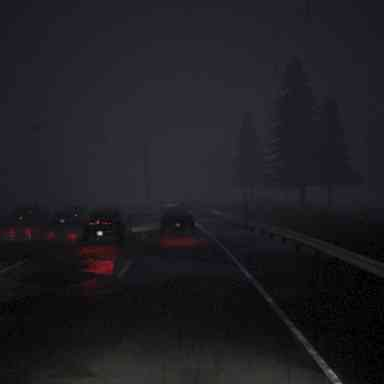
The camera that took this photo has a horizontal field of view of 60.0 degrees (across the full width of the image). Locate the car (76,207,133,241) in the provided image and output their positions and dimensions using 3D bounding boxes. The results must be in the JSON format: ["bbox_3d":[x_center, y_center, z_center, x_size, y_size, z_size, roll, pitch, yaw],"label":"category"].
[{"bbox_3d":[-4.223,1.573,17.023,1.837,1.490,4.892,0,0,-4],"label":"car"}]

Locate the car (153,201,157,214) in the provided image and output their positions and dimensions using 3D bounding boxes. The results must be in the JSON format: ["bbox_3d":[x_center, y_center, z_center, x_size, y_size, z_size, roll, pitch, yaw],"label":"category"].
[{"bbox_3d":[-3.317,1.654,36.944,1.812,1.442,4.674,0,0,-10],"label":"car"}]

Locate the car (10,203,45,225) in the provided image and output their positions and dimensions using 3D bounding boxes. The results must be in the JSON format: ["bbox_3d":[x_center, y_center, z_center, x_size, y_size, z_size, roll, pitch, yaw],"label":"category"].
[{"bbox_3d":[-12.168,1.612,25.490,2.128,1.511,4.902,0,0,-7],"label":"car"}]

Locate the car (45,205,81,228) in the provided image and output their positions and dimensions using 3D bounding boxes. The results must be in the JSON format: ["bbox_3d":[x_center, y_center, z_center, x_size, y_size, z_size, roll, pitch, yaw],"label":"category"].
[{"bbox_3d":[-8.337,1.626,23.032,1.812,1.442,4.674,0,0,-6],"label":"car"}]

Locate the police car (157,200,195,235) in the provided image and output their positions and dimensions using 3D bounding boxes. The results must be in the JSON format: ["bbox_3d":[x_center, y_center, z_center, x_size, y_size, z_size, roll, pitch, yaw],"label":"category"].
[{"bbox_3d":[-0.955,1.491,19.695,1.930,1.638,5.238,0,0,-5],"label":"police car"}]
